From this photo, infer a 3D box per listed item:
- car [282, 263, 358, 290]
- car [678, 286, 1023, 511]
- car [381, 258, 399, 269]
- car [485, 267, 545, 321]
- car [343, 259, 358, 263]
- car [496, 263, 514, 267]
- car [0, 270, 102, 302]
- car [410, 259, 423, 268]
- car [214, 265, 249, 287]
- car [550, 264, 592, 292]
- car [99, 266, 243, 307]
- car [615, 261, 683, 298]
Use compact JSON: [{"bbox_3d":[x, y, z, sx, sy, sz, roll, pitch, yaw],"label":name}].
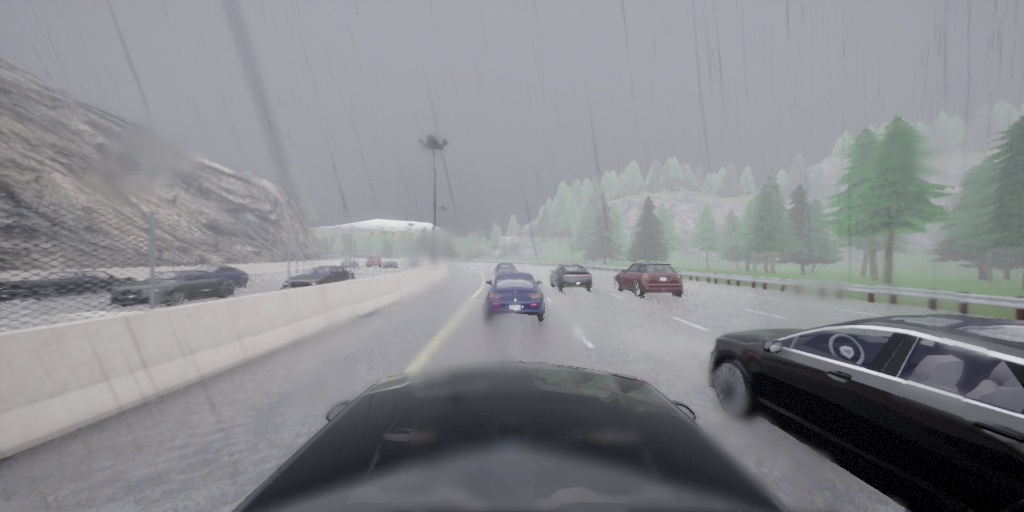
[{"bbox_3d":[-10.752,1.299,20.556,2.033,1.411,5.357,0,0,-2],"label":"car"},{"bbox_3d":[3.600,1.241,2.947,2.128,1.511,4.902,0,0,0],"label":"car"},{"bbox_3d":[-18.608,1.318,55.512,1.994,1.385,4.181,0,0,-12],"label":"car"},{"bbox_3d":[0.078,1.276,12.347,1.812,1.442,4.674,0,0,0],"label":"car"},{"bbox_3d":[-26.479,1.248,58.628,2.128,1.511,4.902,0,0,-13],"label":"car"},{"bbox_3d":[-0.577,1.299,30.394,2.033,1.411,5.357,0,0,-5],"label":"car"},{"bbox_3d":[-21.169,1.353,17.138,1.895,1.301,4.718,0,0,-1],"label":"car"},{"bbox_3d":[-16.266,1.280,61.019,1.812,1.442,4.674,0,0,-13],"label":"car"},{"bbox_3d":[-17.798,1.278,21.298,1.812,1.442,4.674,0,0,-2],"label":"car"},{"bbox_3d":[3.416,1.243,21.394,2.128,1.511,4.902,0,0,-2],"label":"car"},{"bbox_3d":[-14.170,1.315,15.340,1.994,1.385,4.181,0,0,-1],"label":"car"},{"bbox_3d":[6.986,1.103,18.820,2.097,1.767,4.553,0,0,-1],"label":"car"}]
